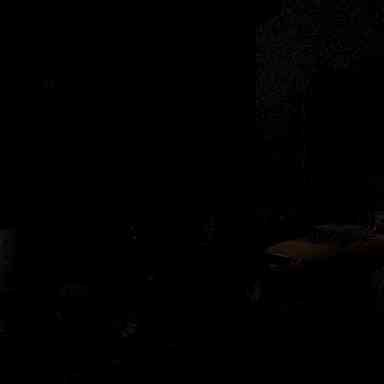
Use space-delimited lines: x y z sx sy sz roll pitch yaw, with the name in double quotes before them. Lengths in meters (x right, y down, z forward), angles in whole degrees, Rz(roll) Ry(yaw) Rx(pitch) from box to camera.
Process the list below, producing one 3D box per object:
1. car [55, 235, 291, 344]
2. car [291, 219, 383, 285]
"car" -0.315 1.566 6.447 4.313 1.339 1.947 0 0 -36
"car" 3.954 1.526 9.533 4.829 1.417 1.752 0 0 -36
